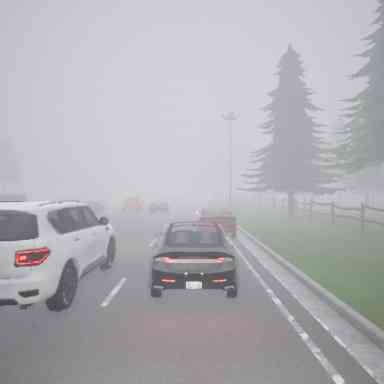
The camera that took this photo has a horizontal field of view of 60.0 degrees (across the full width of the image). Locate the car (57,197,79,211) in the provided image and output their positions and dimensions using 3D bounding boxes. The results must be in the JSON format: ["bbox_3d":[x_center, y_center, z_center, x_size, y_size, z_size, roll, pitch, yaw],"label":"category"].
[{"bbox_3d":[-15.499,1.477,41.829,1.882,1.535,5.008,0,0,-11],"label":"car"}]

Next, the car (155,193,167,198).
[{"bbox_3d":[-6.987,1.224,81.123,2.150,2.045,5.566,0,0,0],"label":"car"}]

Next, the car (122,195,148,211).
[{"bbox_3d":[-6.894,1.351,39.743,2.097,1.767,4.553,0,0,0],"label":"car"}]

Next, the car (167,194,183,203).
[{"bbox_3d":[-3.390,1.546,67.723,2.033,1.411,5.357,0,0,0],"label":"car"}]

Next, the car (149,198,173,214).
[{"bbox_3d":[-3.395,1.600,35.815,1.895,1.301,4.718,0,0,0],"label":"car"}]

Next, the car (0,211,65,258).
[{"bbox_3d":[-6.898,1.564,13.402,1.994,1.385,4.181,0,0,0],"label":"car"}]

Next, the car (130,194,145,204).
[{"bbox_3d":[-10.390,1.350,63.240,2.097,1.767,4.553,0,0,0],"label":"car"}]

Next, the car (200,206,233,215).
[{"bbox_3d":[1.227,1.477,17.852,1.882,1.535,5.008,0,0,0],"label":"car"}]

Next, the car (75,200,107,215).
[{"bbox_3d":[-10.395,1.563,34.544,1.994,1.385,4.181,0,0,0],"label":"car"}]

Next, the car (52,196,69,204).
[{"bbox_3d":[-26.443,1.506,66.834,2.128,1.511,4.902,0,0,-35],"label":"car"}]

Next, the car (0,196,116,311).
[{"bbox_3d":[-3.398,1.221,7.884,2.150,2.045,5.566,0,0,0],"label":"car"}]

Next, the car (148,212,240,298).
[{"bbox_3d":[0.054,1.491,8.510,2.128,1.511,4.902,0,0,0],"label":"car"}]
